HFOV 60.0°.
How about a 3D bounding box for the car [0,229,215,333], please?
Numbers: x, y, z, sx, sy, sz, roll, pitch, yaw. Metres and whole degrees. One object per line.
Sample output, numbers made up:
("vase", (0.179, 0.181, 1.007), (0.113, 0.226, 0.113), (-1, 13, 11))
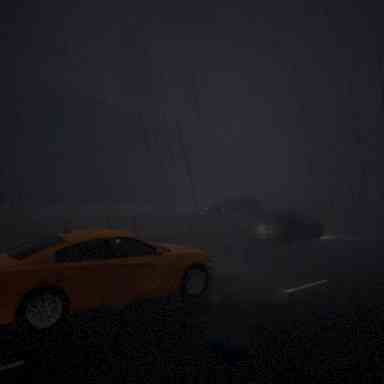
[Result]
("car", (-1.762, 1.517, 6.937), (5.008, 1.535, 1.882), (1, 0, -36))

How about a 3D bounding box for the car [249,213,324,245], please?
("car", (4.753, 1.725, 16.545), (4.181, 1.385, 1.994), (1, -1, -40))

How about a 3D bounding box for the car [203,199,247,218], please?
("car", (3.447, 1.640, 34.394), (4.553, 1.767, 2.097), (1, -1, -44))

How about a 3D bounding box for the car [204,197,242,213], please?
("car", (3.986, 1.480, 30.064), (5.566, 2.045, 2.150), (1, -1, -43))
